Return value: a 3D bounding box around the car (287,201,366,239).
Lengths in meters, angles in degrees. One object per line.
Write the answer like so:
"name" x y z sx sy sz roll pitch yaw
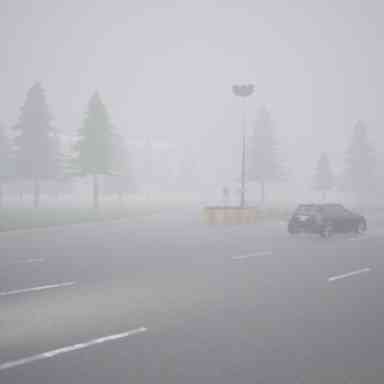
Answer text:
"car" 7.120 1.349 17.416 4.553 1.767 2.097 0 0 -35

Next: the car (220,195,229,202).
"car" 7.668 1.472 78.987 1.882 1.535 5.008 0 0 5

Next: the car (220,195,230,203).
"car" 6.816 1.591 69.041 1.895 1.301 4.718 0 0 5
